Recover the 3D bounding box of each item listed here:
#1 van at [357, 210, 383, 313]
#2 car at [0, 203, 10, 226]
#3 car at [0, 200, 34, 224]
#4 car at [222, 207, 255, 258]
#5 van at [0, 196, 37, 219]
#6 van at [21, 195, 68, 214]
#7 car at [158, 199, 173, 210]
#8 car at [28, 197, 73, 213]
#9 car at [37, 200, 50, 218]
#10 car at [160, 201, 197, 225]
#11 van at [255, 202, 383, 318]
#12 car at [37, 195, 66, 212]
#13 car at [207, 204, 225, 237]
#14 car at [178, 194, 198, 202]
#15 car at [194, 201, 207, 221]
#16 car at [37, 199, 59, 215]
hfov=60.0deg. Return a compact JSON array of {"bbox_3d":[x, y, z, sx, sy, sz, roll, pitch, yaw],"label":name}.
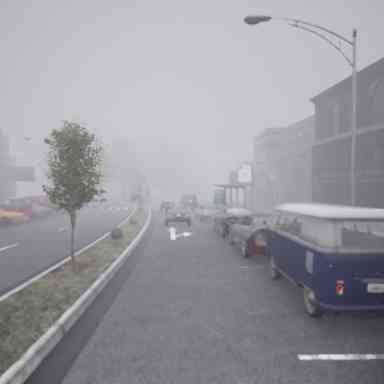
[{"bbox_3d":[3.015,1.250,1.914,1.878,1.987,4.442,0,0,0],"label":"van"},{"bbox_3d":[-14.548,1.639,20.999,4.674,1.452,2.002,0,0,-5],"label":"car"},{"bbox_3d":[-14.622,1.606,23.734,5.366,1.575,1.946,0,0,-6],"label":"car"},{"bbox_3d":[2.674,1.544,12.907,2.163,1.488,4.792,0,0,-2],"label":"car"},{"bbox_3d":[-15.212,1.393,26.421,4.442,1.987,1.878,0,0,-6],"label":"van"},{"bbox_3d":[-16.387,1.404,37.159,4.442,1.987,1.878,0,0,-8],"label":"van"},{"bbox_3d":[-3.148,1.624,41.773,1.837,1.490,4.892,0,0,-7],"label":"car"},{"bbox_3d":[-16.921,1.503,39.868,4.553,1.767,2.185,0,0,-8],"label":"car"},{"bbox_3d":[-15.406,1.665,29.129,4.674,1.452,2.002,0,0,-6],"label":"car"},{"bbox_3d":[-1.123,1.635,24.609,2.033,1.411,5.357,0,0,-5],"label":"car"},{"bbox_3d":[2.892,1.262,7.452,1.878,1.987,4.442,0,0,-1],"label":"van"},{"bbox_3d":[-16.138,1.380,34.421,5.566,2.045,2.435,0,0,-8],"label":"car"},{"bbox_3d":[2.331,1.538,18.389,2.097,1.535,5.008,0,0,-4],"label":"car"},{"bbox_3d":[-0.513,1.324,43.695,2.150,2.045,5.566,0,-1,-7],"label":"car"},{"bbox_3d":[1.381,1.688,27.984,1.895,1.301,4.718,0,0,-6],"label":"car"},{"bbox_3d":[-15.707,1.658,31.728,4.792,1.488,2.163,0,0,-7],"label":"car"}]
